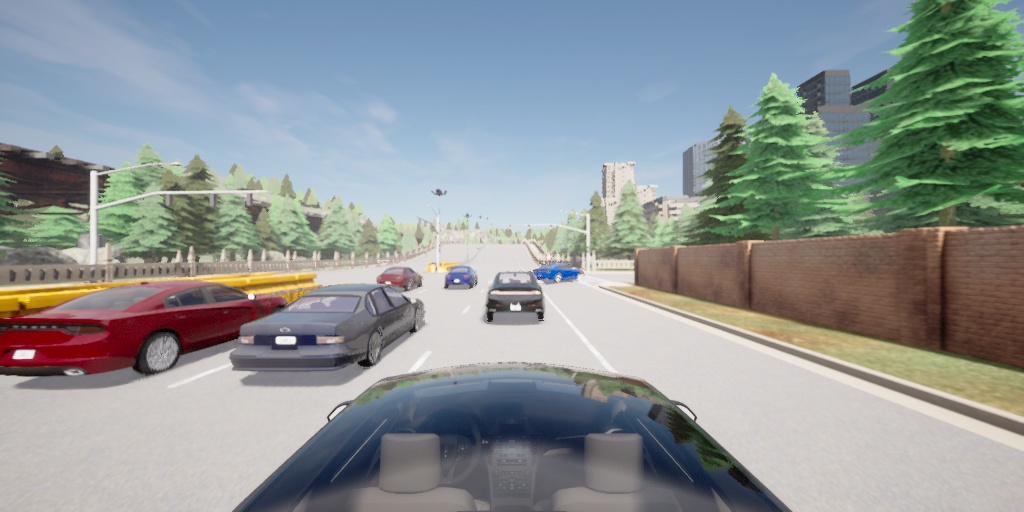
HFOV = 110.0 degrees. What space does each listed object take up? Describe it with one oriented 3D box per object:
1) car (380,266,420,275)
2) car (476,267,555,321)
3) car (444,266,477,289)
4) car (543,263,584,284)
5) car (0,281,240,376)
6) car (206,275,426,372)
[{"bbox_3d":[-6.886,1.367,22.189,1.812,1.442,4.674,0,0,0],"label":"car"},{"bbox_3d":[0.105,1.290,12.733,2.128,1.511,4.902,0,0,0],"label":"car"},{"bbox_3d":[-3.391,1.376,24.385,1.812,1.442,4.674,0,0,0],"label":"car"},{"bbox_3d":[3.870,1.349,29.000,1.882,1.535,5.008,-2,-2,45],"label":"car"},{"bbox_3d":[-6.899,1.253,7.552,1.882,1.535,5.008,0,0,0],"label":"car"},{"bbox_3d":[-3.398,1.325,7.896,2.033,1.411,5.357,0,0,0],"label":"car"}]
